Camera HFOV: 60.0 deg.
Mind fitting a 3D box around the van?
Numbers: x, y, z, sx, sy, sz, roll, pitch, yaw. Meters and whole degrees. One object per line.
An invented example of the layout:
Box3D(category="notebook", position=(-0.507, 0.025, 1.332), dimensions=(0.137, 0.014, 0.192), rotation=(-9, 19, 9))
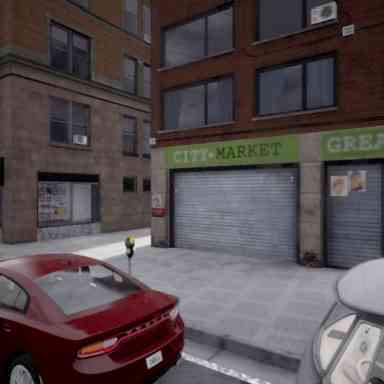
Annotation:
Box3D(category="van", position=(2.417, 1.340, 1.352), dimensions=(3.998, 1.788, 1.690), rotation=(0, 0, 35))

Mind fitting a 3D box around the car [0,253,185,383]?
Box3D(category="car", position=(-2.192, 1.547, 4.639), dimensions=(4.507, 1.381, 1.887), rotation=(0, 0, 35))
